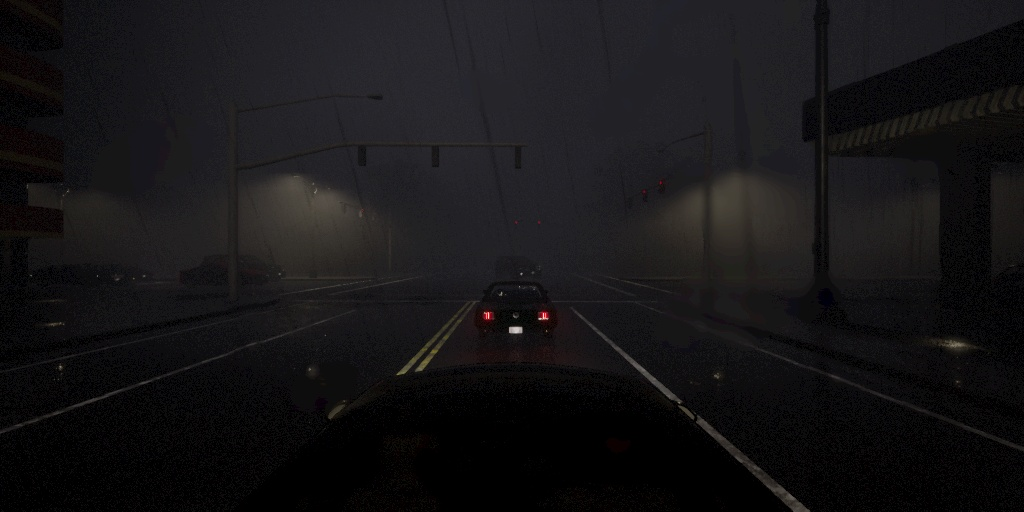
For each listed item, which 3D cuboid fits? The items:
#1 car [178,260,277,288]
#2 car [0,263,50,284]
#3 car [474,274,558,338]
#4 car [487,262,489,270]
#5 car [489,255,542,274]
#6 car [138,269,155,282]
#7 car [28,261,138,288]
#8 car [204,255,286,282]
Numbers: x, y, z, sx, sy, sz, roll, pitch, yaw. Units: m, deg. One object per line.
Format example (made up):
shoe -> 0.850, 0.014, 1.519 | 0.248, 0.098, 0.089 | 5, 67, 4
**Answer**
car -> -18.322, 1.228, 22.927 | 5.008, 1.535, 1.882 | 0, 0, 1
car -> -37.982, 1.276, 26.798 | 4.674, 1.442, 1.812 | 0, 0, 1
car -> 0.100, 1.351, 10.152 | 1.895, 1.301, 4.718 | 0, 0, 0
car -> -2.707, 1.297, 53.871 | 2.033, 1.411, 5.357 | 0, 0, 1
car -> 0.363, 0.971, 30.821 | 2.150, 2.045, 5.566 | -1, 0, -28
car -> -29.300, 1.314, 26.629 | 4.181, 1.385, 1.994 | 0, 0, 0
car -> -27.825, 1.241, 23.104 | 4.902, 1.511, 2.128 | 0, 0, 1
car -> -19.882, 0.971, 26.475 | 5.566, 2.045, 2.150 | 0, 0, 1
